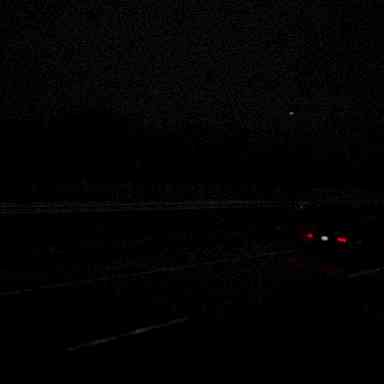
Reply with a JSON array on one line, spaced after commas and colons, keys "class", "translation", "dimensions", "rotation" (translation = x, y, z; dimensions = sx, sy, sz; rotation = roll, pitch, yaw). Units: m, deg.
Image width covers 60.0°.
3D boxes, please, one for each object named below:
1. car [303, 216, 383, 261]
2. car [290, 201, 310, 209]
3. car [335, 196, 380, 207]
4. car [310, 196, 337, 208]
[{"class": "car", "translation": [6.506, 1.620, 12.583], "dimensions": [5.357, 1.411, 2.033], "rotation": [0, 0, -35]}, {"class": "car", "translation": [13.435, 1.746, 38.727], "dimensions": [4.674, 1.442, 1.812], "rotation": [1, 0, -34]}, {"class": "car", "translation": [16.410, 1.565, 32.293], "dimensions": [4.553, 1.767, 2.097], "rotation": [1, 0, -34]}, {"class": "car", "translation": [15.684, 1.447, 36.026], "dimensions": [5.566, 2.045, 2.150], "rotation": [1, 0, -34]}]
